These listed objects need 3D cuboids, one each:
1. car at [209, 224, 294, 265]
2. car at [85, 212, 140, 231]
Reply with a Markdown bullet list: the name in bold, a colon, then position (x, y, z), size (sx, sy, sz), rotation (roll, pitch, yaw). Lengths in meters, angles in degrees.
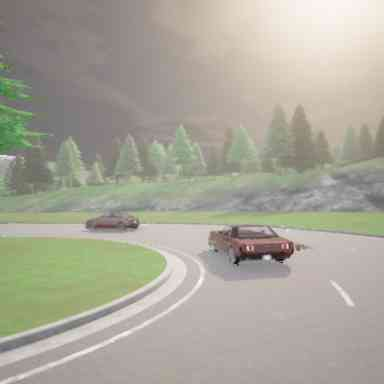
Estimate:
- **car**: position (2.014, 1.868, 12.881), size (1.895, 1.301, 4.718), rotation (-1, -1, -10)
- **car**: position (-6.166, 2.259, 25.872), size (4.181, 1.385, 1.994), rotation (-1, -2, 20)
